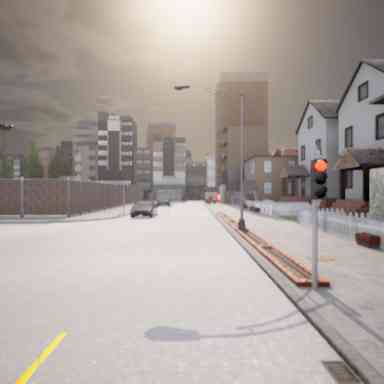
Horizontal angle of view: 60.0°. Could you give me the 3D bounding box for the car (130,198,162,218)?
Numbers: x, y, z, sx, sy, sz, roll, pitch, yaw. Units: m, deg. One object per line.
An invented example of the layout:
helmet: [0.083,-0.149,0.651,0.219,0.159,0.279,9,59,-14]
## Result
car: [-4.116,1.487,29.237,2.033,1.411,5.357,0,0,0]

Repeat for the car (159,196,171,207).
car: [-4.115,1.403,48.988,1.837,1.490,4.892,0,0,0]
